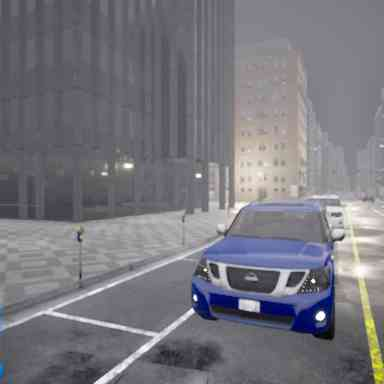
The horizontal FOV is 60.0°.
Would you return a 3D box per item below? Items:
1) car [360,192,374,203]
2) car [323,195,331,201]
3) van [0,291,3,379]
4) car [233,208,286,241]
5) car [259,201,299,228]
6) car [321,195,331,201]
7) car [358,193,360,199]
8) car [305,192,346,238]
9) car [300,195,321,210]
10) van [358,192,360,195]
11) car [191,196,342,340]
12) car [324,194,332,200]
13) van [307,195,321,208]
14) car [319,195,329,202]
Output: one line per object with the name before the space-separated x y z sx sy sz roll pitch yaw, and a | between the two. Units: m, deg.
car | 36.754 1.223 69.241 2.192 1.841 5.009 0 0 25
car | 33.656 1.394 82.946 1.752 1.417 4.829 0 0 25
van | -3.392 1.340 2.115 1.690 1.788 3.998 0 0 25
car | 3.658 1.583 17.496 1.802 1.307 4.206 0 0 25
car | 6.008 1.438 22.624 1.967 1.590 4.097 0 0 25
car | 31.371 1.453 77.961 1.947 1.339 4.313 0 0 25
car | 41.467 1.417 79.527 1.887 1.381 4.507 0 0 25
car | 8.099 1.222 20.327 2.150 2.045 5.566 0 0 25
car | 15.407 1.300 43.132 2.192 1.841 5.009 0 0 25
van | 43.824 1.194 84.669 1.690 1.788 3.998 0 0 25
car | 1.941 1.224 7.129 2.150 2.045 5.566 0 0 25
car | 36.012 1.376 88.087 1.752 1.417 4.829 0 0 25
van | 17.757 1.321 48.260 1.690 1.788 3.998 0 0 25
car | 28.943 1.430 72.665 1.752 1.417 4.829 0 0 25
